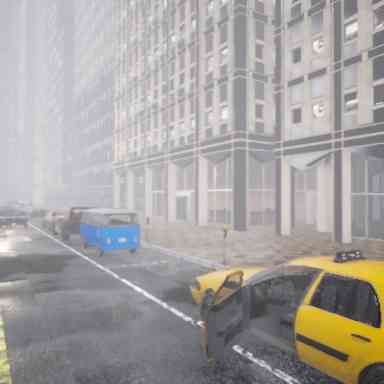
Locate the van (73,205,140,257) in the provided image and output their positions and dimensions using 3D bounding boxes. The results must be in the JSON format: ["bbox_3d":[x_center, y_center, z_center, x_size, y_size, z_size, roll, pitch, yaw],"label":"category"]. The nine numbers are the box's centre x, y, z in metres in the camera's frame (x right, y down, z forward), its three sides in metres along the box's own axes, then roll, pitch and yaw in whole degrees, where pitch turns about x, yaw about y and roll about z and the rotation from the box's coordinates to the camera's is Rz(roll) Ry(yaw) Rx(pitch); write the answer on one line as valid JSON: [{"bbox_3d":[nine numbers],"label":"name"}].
[{"bbox_3d":[-3.610,1.603,14.124,1.690,1.788,3.998,1,-1,-32],"label":"van"}]

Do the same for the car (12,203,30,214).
[{"bbox_3d":[-24.725,2.351,47.961,1.887,1.381,4.507,1,-1,-32],"label":"car"}]

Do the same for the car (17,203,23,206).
[{"bbox_3d":[-18.693,2.239,38.293,1.802,1.307,4.206,1,-1,-32],"label":"car"}]

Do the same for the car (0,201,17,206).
[{"bbox_3d":[-20.911,2.130,36.861,1.837,1.490,4.892,1,-1,-32],"label":"car"}]

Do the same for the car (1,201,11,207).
[{"bbox_3d":[-45.840,2.872,81.801,1.947,1.339,4.313,1,-1,-32],"label":"car"}]

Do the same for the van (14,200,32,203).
[{"bbox_3d":[-21.708,2.073,43.131,1.690,1.788,3.998,1,-1,-32],"label":"van"}]

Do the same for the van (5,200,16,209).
[{"bbox_3d":[-36.790,2.438,67.302,1.690,1.788,3.998,1,-1,-32],"label":"van"}]

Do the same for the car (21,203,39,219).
[{"bbox_3d":[-15.677,2.132,33.460,2.008,1.369,4.403,1,-1,-32],"label":"car"}]

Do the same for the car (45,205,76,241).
[{"bbox_3d":[-6.627,1.658,18.959,2.192,1.841,5.009,1,-1,-32],"label":"car"}]

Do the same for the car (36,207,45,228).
[{"bbox_3d":[-9.733,1.952,23.934,1.752,1.417,4.829,1,-1,-32],"label":"car"}]

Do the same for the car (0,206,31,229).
[{"bbox_3d":[-13.887,2.045,25.650,1.895,1.301,4.718,1,-1,-32],"label":"car"}]

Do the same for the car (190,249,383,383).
[{"bbox_3d":[1.912,1.556,4.634,1.801,1.575,5.366,1,-1,-32],"label":"car"}]
